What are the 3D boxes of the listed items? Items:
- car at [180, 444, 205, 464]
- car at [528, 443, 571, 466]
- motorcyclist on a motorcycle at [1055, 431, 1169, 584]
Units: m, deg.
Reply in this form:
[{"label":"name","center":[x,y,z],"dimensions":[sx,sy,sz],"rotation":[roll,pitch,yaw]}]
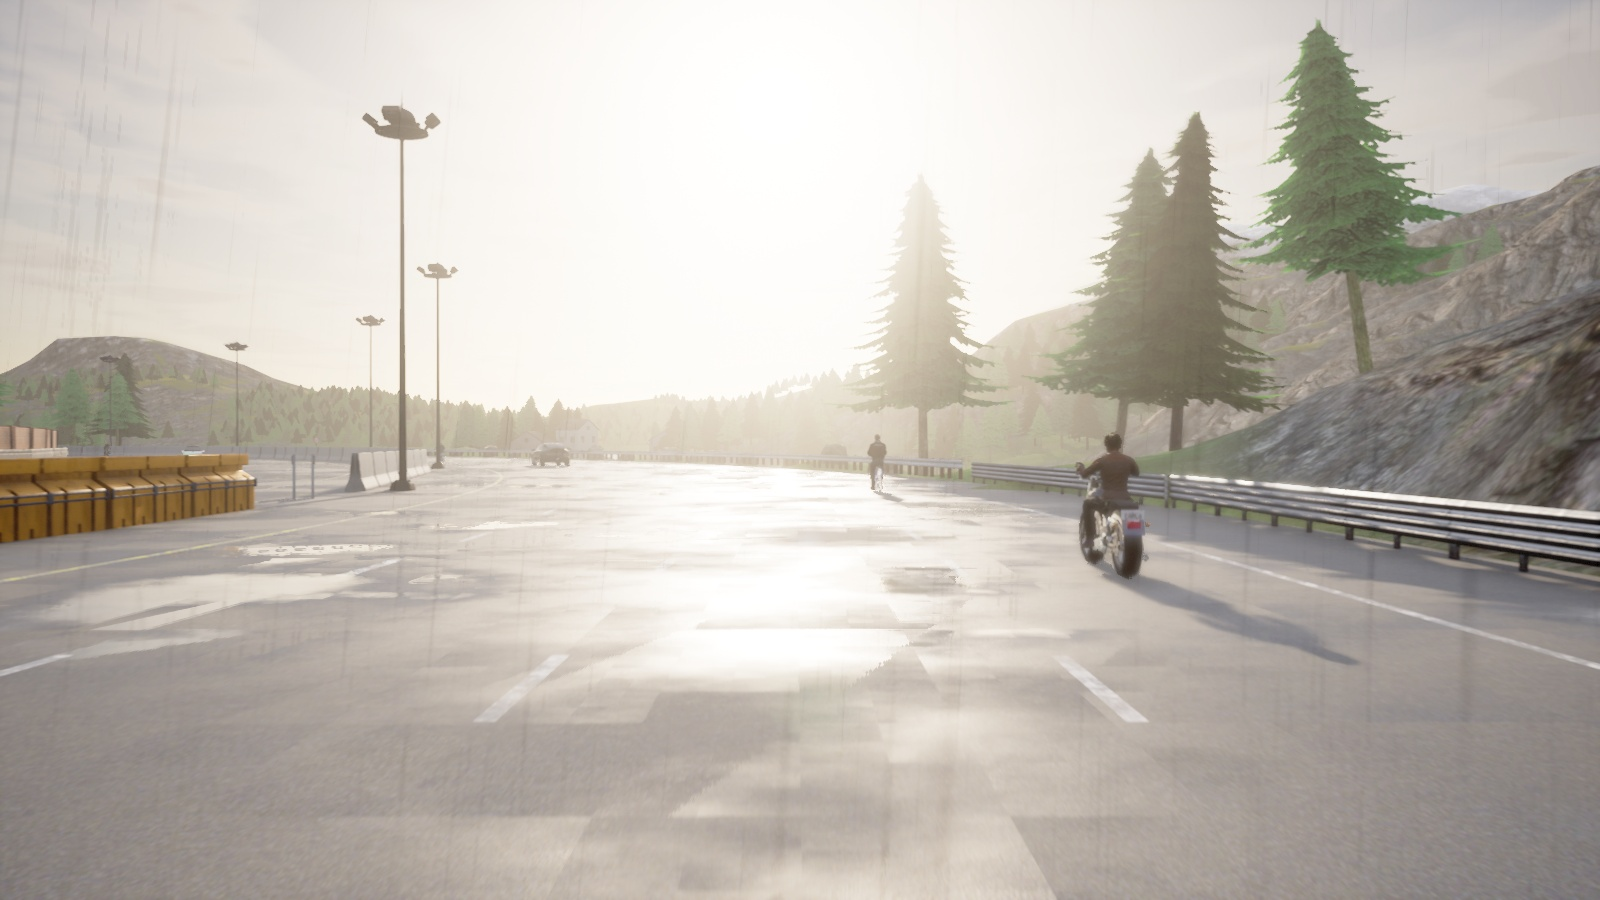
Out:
[{"label":"car","center":[-43.162,0.264,89.178],"dimensions":[1.481,1.376,2.207],"rotation":[0,0,-29]},{"label":"car","center":[-16.380,0.276,82.028],"dimensions":[1.837,1.490,4.892],"rotation":[0,0,-23]},{"label":"motorcyclist on a motorcycle","center":[3.602,0.616,14.727],"dimensions":[0.766,1.649,2.350],"rotation":[0,0,0]}]
